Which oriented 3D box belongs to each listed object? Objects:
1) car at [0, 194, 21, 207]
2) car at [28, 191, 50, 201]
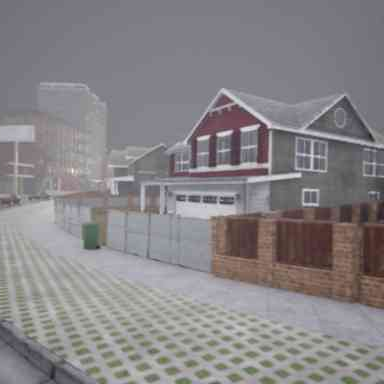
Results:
[{"bbox_3d":[-22.979,0.933,41.487,1.882,1.535,5.008,2,1,-10],"label":"car"},{"bbox_3d":[-24.416,0.623,53.230,1.837,1.490,4.892,2,2,0],"label":"car"}]
